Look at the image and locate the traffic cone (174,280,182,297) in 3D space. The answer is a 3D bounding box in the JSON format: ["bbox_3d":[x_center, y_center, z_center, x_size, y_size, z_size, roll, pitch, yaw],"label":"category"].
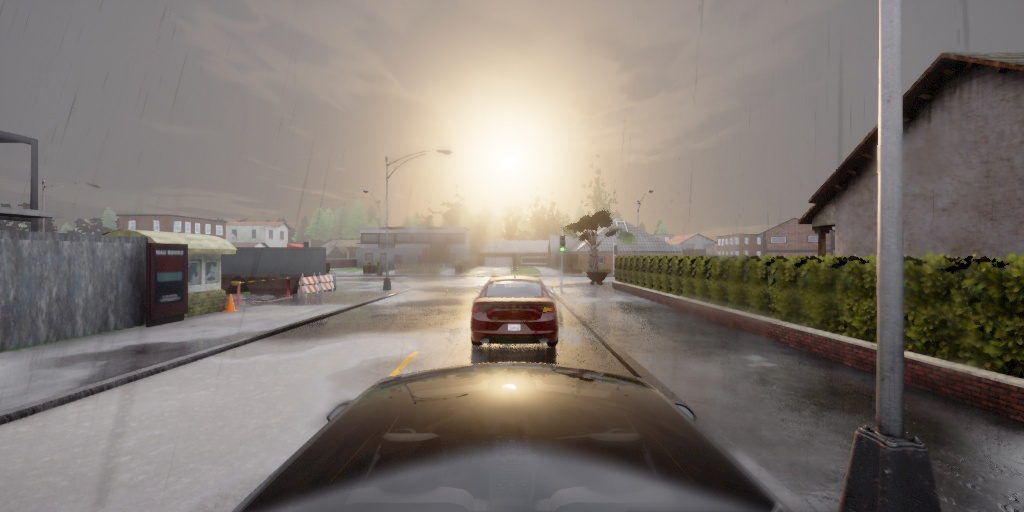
[{"bbox_3d":[-15.765,1.558,17.208,0.344,0.586,0.344,0,0,0],"label":"traffic cone"}]

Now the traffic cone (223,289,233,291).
[{"bbox_3d":[-10.335,1.568,12.773,0.344,0.586,0.344,0,0,0],"label":"traffic cone"}]

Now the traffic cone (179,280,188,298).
[{"bbox_3d":[-15.197,1.561,16.845,0.344,0.586,0.344,0,0,0],"label":"traffic cone"}]

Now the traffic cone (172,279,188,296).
[{"bbox_3d":[-16.800,1.582,18.213,0.344,0.586,0.344,0,0,0],"label":"traffic cone"}]

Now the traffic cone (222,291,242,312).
[{"bbox_3d":[-9.617,1.598,12.249,0.344,0.586,0.344,0,0,0],"label":"traffic cone"}]

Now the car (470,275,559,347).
[{"bbox_3d":[0.081,1.228,9.409,1.882,1.535,5.008,0,0,1],"label":"car"}]
